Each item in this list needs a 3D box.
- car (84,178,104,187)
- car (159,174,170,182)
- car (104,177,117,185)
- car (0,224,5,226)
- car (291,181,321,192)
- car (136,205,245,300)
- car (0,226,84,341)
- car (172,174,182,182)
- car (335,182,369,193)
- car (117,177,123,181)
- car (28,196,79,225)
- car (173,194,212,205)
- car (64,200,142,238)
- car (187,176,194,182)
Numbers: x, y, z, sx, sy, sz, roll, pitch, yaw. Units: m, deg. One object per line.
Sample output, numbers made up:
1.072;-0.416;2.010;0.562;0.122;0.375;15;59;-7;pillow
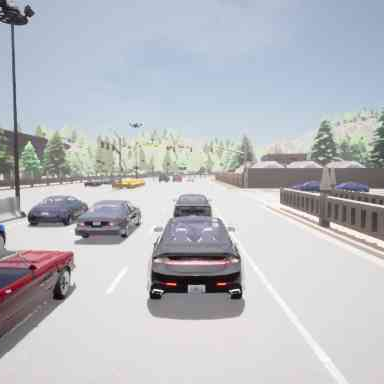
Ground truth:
-17.855;-1.590;59.818;1.895;1.301;4.718;0;3;0;car
-7.429;-3.605;86.968;2.150;2.045;5.566;0;3;0;car
-17.841;-2.246;69.763;2.033;1.411;5.357;0;3;0;car
-6.936;1.283;8.813;1.882;1.535;5.008;0;2;0;car
15.005;-0.614;42.216;4.674;1.442;1.812;0;3;2;car
0.068;1.328;8.024;2.128;1.511;4.902;0;2;0;car
-3.420;1.528;5.092;1.895;1.301;4.718;0;1;0;car
-3.929;-3.606;86.986;2.150;2.045;5.566;0;3;0;car
18.041;-0.399;38.623;4.674;1.442;1.812;0;3;2;car
-17.894;-2.878;80.067;1.812;1.442;4.674;0;3;0;car
-6.978;0.880;17.785;1.994;1.385;4.181;0;3;0;car
0.027;0.817;17.445;1.882;1.535;5.008;0;3;-1;car
-3.464;1.051;14.607;2.033;1.411;5.357;0;3;0;car
-0.443;-3.452;89.659;1.812;1.442;4.674;0;3;0;car
